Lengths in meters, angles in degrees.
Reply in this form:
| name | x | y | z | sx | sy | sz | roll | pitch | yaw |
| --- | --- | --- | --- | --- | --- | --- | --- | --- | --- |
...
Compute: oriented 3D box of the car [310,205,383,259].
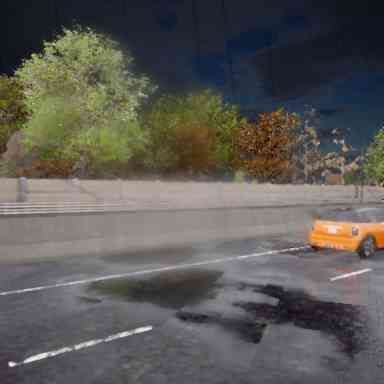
| name | x | y | z | sx | sy | sz | roll | pitch | yaw |
| --- | --- | --- | --- | --- | --- | --- | --- | --- | --- |
| car | 6.658 | 1.374 | 12.865 | 4.553 | 1.767 | 2.097 | 0 | 0 | -35 |
